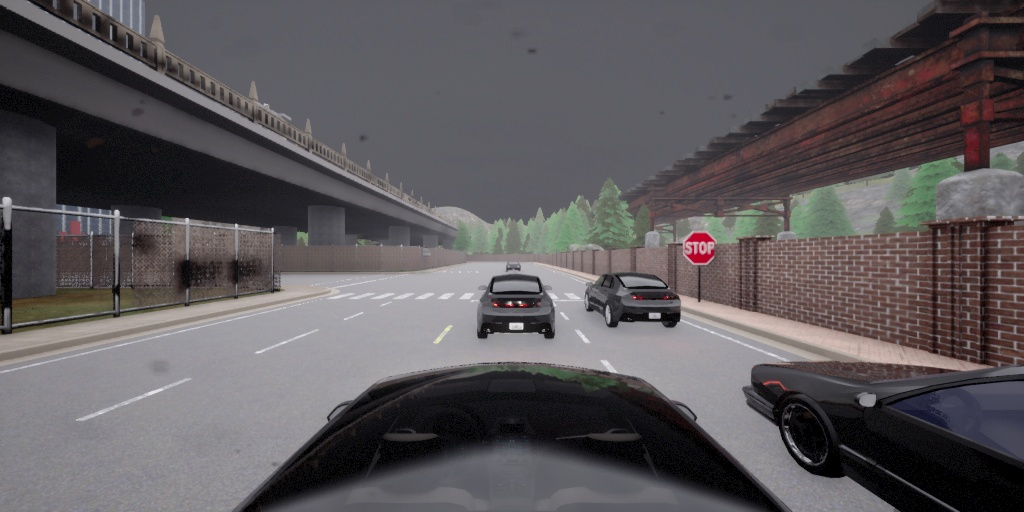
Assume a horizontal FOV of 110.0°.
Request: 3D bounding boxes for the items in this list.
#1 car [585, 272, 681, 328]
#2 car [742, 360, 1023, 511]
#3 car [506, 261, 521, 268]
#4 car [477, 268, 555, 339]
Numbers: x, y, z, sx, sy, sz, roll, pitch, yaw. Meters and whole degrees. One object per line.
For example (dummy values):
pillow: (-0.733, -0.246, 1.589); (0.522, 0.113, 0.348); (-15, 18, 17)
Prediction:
car: (3.596, 1.255, 11.433); (1.837, 1.490, 4.892); (0, 0, 0)
car: (3.600, 1.297, 1.687); (2.033, 1.411, 5.357); (0, 0, 0)
car: (0.164, 1.351, 46.352); (1.895, 1.301, 4.718); (0, 0, -1)
car: (0.095, 1.255, 10.073); (1.837, 1.490, 4.892); (0, 0, 0)
